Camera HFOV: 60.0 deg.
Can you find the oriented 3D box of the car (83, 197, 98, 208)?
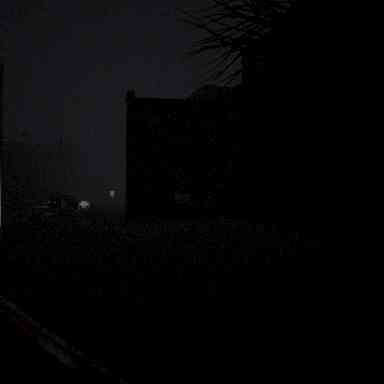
[{"bbox_3d":[-16.522,1.777,53.217,1.812,1.442,4.674,1,0,2],"label":"car"}]

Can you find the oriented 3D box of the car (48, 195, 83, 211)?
[{"bbox_3d":[-16.750,1.399,43.498,2.150,2.045,5.566,1,0,2],"label":"car"}]

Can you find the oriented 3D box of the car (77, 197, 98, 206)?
[{"bbox_3d":[-19.738,1.757,63.026,2.128,1.511,4.902,1,0,2],"label":"car"}]
